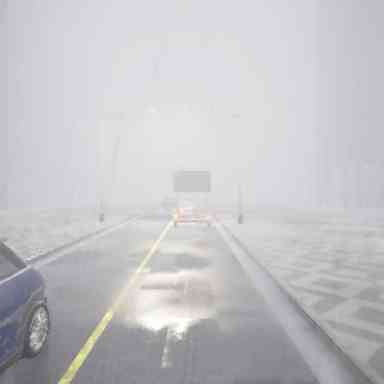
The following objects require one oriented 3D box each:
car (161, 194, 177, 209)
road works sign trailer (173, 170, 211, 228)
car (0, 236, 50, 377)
[{"bbox_3d":[-3.083,1.371,44.621,1.882,1.535,5.008,0,0,0],"label":"car"},{"bbox_3d":[0.001,0.412,20.961,2.380,3.560,2.880,0,0,0],"label":"road works sign trailer"},{"bbox_3d":[-3.100,1.344,2.897,2.097,1.767,4.553,0,0,0],"label":"car"}]
